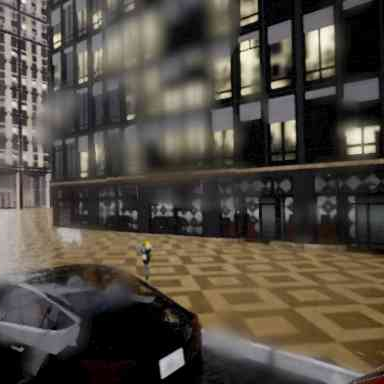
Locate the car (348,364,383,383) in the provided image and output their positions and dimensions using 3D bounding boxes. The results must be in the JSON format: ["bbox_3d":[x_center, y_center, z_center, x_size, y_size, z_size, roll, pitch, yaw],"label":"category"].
[{"bbox_3d":[2.534,1.426,1.184,4.097,1.590,1.967,-1,-1,36],"label":"car"}]

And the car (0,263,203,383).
[{"bbox_3d":[-1.872,1.603,4.226,4.313,1.339,1.947,-1,-1,36],"label":"car"}]
